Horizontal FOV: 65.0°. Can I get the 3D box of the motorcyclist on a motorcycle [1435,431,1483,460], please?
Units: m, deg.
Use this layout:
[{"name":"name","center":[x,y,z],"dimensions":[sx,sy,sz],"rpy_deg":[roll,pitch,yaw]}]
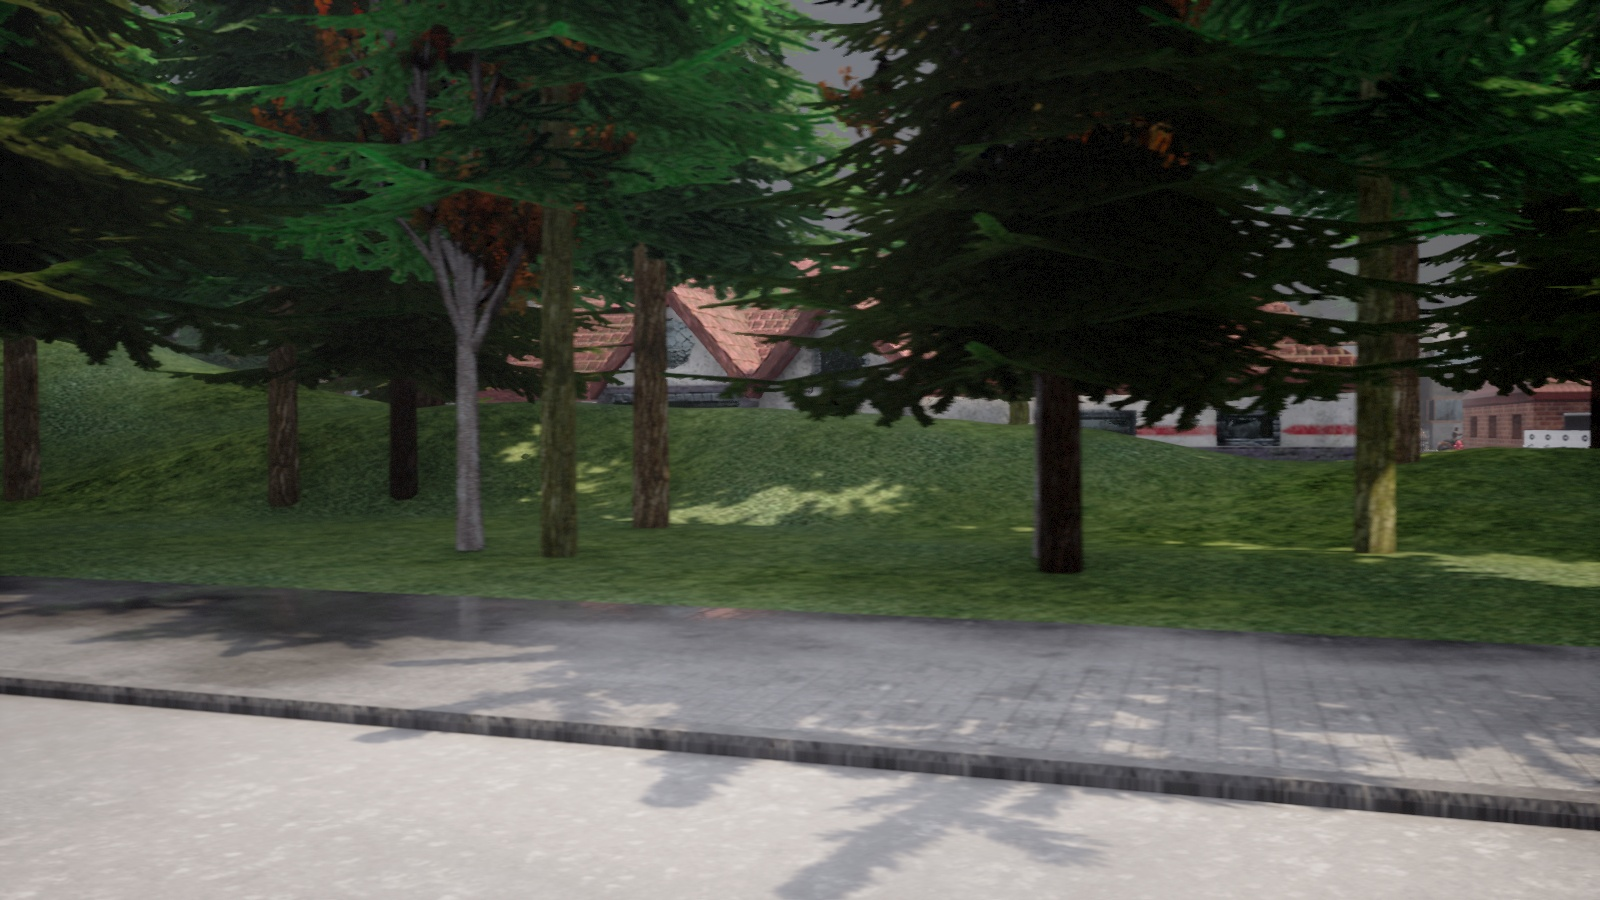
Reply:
[{"name":"motorcyclist on a motorcycle","center":[38.441,-0.246,73.261],"dimensions":[2.350,1.649,0.766],"rpy_deg":[1,1,19]}]
